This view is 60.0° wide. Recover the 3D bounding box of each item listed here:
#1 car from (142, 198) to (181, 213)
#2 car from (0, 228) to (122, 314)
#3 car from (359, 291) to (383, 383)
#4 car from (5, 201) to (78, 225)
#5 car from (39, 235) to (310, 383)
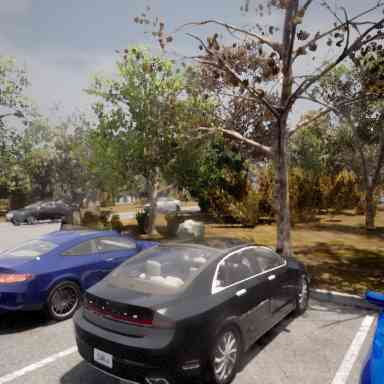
[{"bbox_3d":[-2.963,1.303,33.636,1.812,1.442,4.674,-3,-1,35],"label":"car"},{"bbox_3d":[-2.202,1.525,7.385,2.002,1.452,4.674,0,0,36],"label":"car"},{"bbox_3d":[3.134,1.479,3.587,2.097,1.535,5.008,0,0,36],"label":"car"},{"bbox_3d":[-10.188,1.402,22.906,2.128,1.511,4.902,-3,-1,32],"label":"car"},{"bbox_3d":[0.463,1.483,5.480,2.231,1.521,4.892,0,0,36],"label":"car"}]
